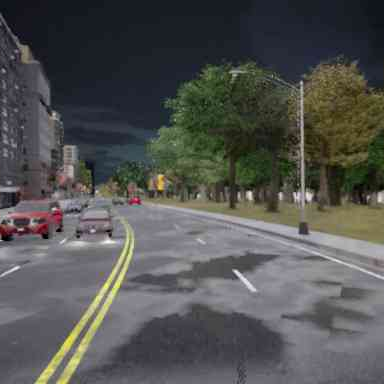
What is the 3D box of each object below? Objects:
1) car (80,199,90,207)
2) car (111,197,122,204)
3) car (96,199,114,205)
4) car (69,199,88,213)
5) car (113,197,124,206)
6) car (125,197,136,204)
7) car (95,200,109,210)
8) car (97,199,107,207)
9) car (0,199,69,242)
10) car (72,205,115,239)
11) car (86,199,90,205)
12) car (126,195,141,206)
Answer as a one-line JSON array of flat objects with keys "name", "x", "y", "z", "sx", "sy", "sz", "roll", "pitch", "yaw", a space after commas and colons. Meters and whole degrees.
[{"name": "car", "x": -21.274, "y": 2.063, "z": 66.209, "sx": 1.812, "sy": 1.442, "sz": 4.674, "roll": -1, "pitch": 0, "yaw": -15}, {"name": "car", "x": -17.647, "y": 1.983, "z": 77.561, "sx": 2.033, "sy": 1.411, "sz": 5.357, "roll": -1, "pitch": 0, "yaw": -15}, {"name": "car", "x": -9.938, "y": 1.832, "z": 36.892, "sx": 1.837, "sy": 1.490, "sz": 4.892, "roll": -1, "pitch": -1, "yaw": -15}, {"name": "car", "x": -14.563, "y": 1.980, "z": 41.623, "sx": 1.994, "sy": 1.385, "sz": 4.181, "roll": -1, "pitch": 0, "yaw": -15}, {"name": "car", "x": -15.007, "y": 2.119, "z": 67.942, "sx": 1.895, "sy": 1.301, "sz": 4.718, "roll": -1, "pitch": 0, "yaw": -15}, {"name": "car", "x": -14.513, "y": 1.952, "z": 78.421, "sx": 1.994, "sy": 1.385, "sz": 4.181, "roll": -1, "pitch": 0, "yaw": -15}, {"name": "car", "x": -14.030, "y": 2.015, "z": 51.956, "sx": 1.994, "sy": 1.385, "sz": 4.181, "roll": -1, "pitch": 0, "yaw": -15}, {"name": "car", "x": -17.596, "y": 2.077, "z": 65.087, "sx": 1.812, "sy": 1.442, "sz": 4.674, "roll": -1, "pitch": 0, "yaw": -15}, {"name": "car", "x": -8.620, "y": 1.445, "z": 18.467, "sx": 2.150, "sy": 2.045, "sz": 5.566, "roll": -1, "pitch": 0, "yaw": -11}, {"name": "car", "x": -5.391, "y": 1.696, "z": 18.898, "sx": 1.812, "sy": 1.442, "sz": 4.674, "roll": -1, "pitch": 0, "yaw": -11}, {"name": "car", "x": -18.209, "y": 2.006, "z": 55.022, "sx": 1.882, "sy": 1.535, "sz": 5.008, "roll": -1, "pitch": -1, "yaw": -15}, {"name": "car", "x": -11.769, "y": 1.701, "z": 68.402, "sx": 2.150, "sy": 2.045, "sz": 5.566, "roll": -1, "pitch": 0, "yaw": -15}]
